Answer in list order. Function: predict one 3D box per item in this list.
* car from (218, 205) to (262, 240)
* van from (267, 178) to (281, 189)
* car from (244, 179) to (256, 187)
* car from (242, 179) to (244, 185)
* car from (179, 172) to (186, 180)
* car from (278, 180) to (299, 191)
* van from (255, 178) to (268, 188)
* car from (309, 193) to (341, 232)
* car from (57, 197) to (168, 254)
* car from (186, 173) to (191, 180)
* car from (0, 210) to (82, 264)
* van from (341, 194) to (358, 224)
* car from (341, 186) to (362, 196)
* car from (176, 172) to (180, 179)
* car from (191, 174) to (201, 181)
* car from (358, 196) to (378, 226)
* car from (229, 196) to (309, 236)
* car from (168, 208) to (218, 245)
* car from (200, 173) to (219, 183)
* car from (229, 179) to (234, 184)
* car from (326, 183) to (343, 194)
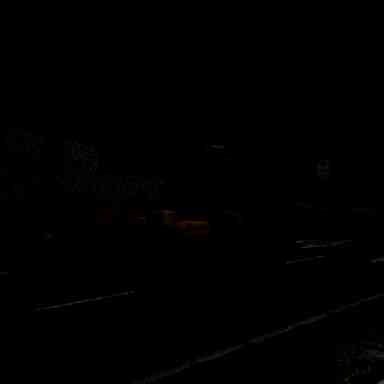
[{"bbox_3d":[0.894,1.546,17.148,4.674,1.452,2.002,-1,-1,35],"label":"car"},{"bbox_3d":[16.932,-1.496,64.771,1.878,1.987,4.442,7,4,35],"label":"van"},{"bbox_3d":[13.620,-1.817,69.968,1.946,1.575,5.366,7,3,35],"label":"car"},{"bbox_3d":[11.784,-2.049,72.285,2.002,1.452,4.674,7,3,35],"label":"car"},{"bbox_3d":[-0.467,-4.090,89.432,2.185,1.767,4.553,4,1,33],"label":"car"},{"bbox_3d":[18.696,-0.998,62.411,2.231,1.521,4.892,7,3,35],"label":"car"},{"bbox_3d":[15.199,-1.769,67.239,1.878,1.987,4.442,7,4,35],"label":"van"},{"bbox_3d":[5.829,1.264,20.619,5.566,2.045,2.435,-1,-1,35],"label":"car"},{"bbox_3d":[-4.026,1.246,13.685,5.566,2.045,2.435,-1,-1,34],"label":"car"},{"bbox_3d":[1.267,-3.856,86.965,2.185,1.767,4.553,6,3,34],"label":"car"},{"bbox_3d":[-6.468,1.523,11.935,4.792,1.488,2.163,-1,-1,34],"label":"car"},{"bbox_3d":[8.365,1.294,22.293,4.442,1.987,1.878,-1,-1,35],"label":"van"},{"bbox_3d":[25.614,0.131,52.565,2.002,1.452,4.674,7,3,35],"label":"car"},{"bbox_3d":[-2.243,-4.368,91.777,2.435,2.045,5.566,1,-1,34],"label":"car"},{"bbox_3d":[3.065,-3.704,84.502,2.435,2.045,5.566,7,3,34],"label":"car"},{"bbox_3d":[10.771,1.400,24.047,4.553,1.767,2.185,-1,-1,35],"label":"car"},{"bbox_3d":[3.319,1.260,18.910,5.566,2.045,2.435,-1,-1,35],"label":"car"},{"bbox_3d":[-1.709,1.501,15.516,5.366,1.575,1.946,-1,-1,34],"label":"car"},{"bbox_3d":[4.920,-3.181,82.246,1.946,1.575,5.366,7,3,34],"label":"car"},{"bbox_3d":[10.038,-2.322,74.744,2.002,1.452,4.674,7,3,35],"label":"car"},{"bbox_3d":[23.919,-0.431,55.035,2.435,2.045,5.566,7,3,35],"label":"car"}]
